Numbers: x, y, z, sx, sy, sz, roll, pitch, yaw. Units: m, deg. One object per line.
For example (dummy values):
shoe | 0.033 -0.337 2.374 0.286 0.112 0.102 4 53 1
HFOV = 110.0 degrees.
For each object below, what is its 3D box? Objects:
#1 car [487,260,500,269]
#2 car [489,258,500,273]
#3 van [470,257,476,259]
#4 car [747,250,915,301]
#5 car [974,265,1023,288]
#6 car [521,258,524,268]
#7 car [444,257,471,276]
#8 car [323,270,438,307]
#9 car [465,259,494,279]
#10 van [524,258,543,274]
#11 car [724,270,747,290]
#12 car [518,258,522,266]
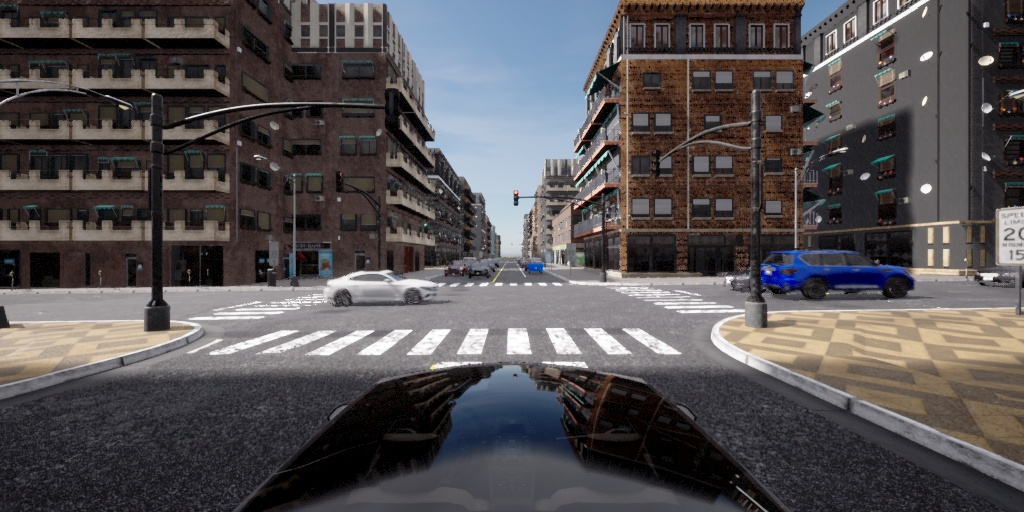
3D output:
car | -2.974 1.335 58.003 1.895 1.301 4.718 0 0 0
car | -2.961 1.286 44.544 2.033 1.411 5.357 0 0 0
van | -5.528 1.079 47.053 1.690 1.789 3.998 0 0 0
car | 13.778 0.765 15.501 5.566 2.045 2.150 -1 0 0
car | 26.862 0.849 18.389 4.902 1.511 2.128 -1 0 0
car | 2.541 1.283 47.074 1.888 1.381 4.507 0 0 0
car | -5.534 1.182 35.889 1.967 1.591 4.097 0 0 0
car | -5.588 1.337 15.445 4.674 1.442 1.812 -1 0 0
car | -2.929 1.248 33.180 1.837 1.490 4.892 0 0 0
van | 2.592 1.081 40.870 1.690 1.789 3.998 0 0 0
car | 13.535 1.036 18.360 4.902 1.511 2.128 -1 0 0
car | 2.419 1.300 58.236 1.948 1.339 4.313 0 0 0
